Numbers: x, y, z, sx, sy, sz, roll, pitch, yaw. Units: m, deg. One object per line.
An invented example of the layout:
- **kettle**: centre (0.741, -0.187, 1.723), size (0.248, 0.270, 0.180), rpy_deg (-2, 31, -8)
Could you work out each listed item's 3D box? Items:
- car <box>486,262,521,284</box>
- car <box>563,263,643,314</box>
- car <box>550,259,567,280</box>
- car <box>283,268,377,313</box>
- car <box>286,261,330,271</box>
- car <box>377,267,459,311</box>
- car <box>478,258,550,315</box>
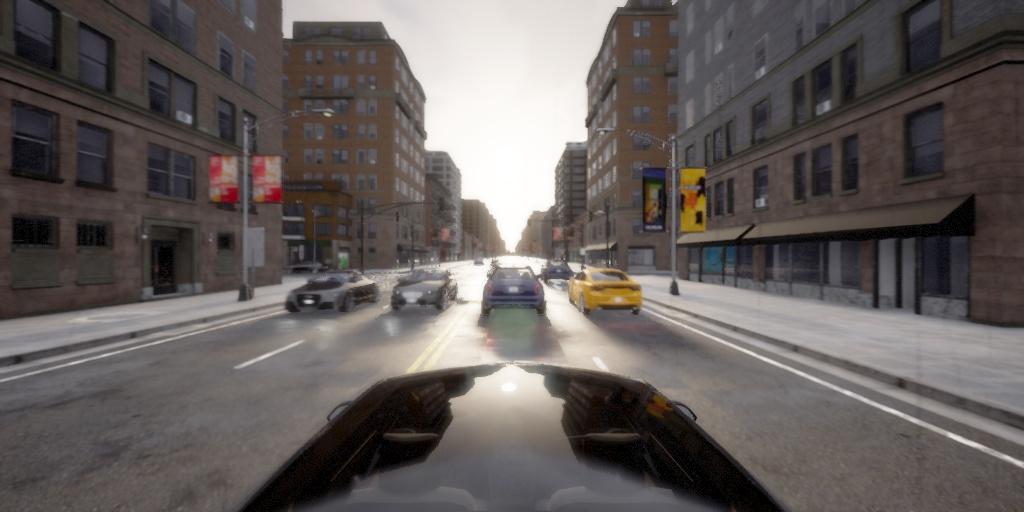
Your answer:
- **car**: centre (-0.753, 1.217, 27.605), size (1.812, 1.442, 4.674), rpy_deg (0, 0, -13)
- **car**: centre (3.315, 1.202, 13.596), size (1.882, 1.535, 5.008), rpy_deg (0, 0, 0)
- **car**: centre (3.308, 1.044, 27.291), size (2.097, 1.767, 4.553), rpy_deg (0, 0, 0)
- **car**: centre (-6.575, 1.288, 13.604), size (1.994, 1.385, 4.181), rpy_deg (0, 0, 0)
- **car**: centre (-22.127, 1.245, 38.946), size (4.313, 1.339, 1.948), rpy_deg (0, 0, 0)
- **car**: centre (-3.321, 1.215, 14.384), size (2.128, 1.511, 4.902), rpy_deg (0, 0, 0)
- **car**: centre (0.067, 1.076, 13.519), size (2.097, 1.767, 4.553), rpy_deg (0, 0, 0)
